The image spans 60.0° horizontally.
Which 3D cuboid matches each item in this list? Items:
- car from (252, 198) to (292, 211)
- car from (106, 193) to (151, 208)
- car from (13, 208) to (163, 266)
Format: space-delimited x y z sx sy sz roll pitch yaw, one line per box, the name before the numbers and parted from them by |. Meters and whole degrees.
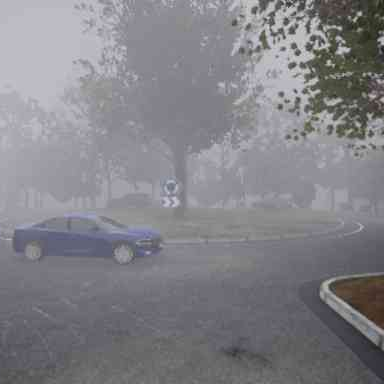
car | 9.284 1.414 39.053 4.902 1.511 2.128 0 0 44
car | -7.932 1.137 41.933 5.566 2.045 2.150 0 -1 -20
car | -3.473 1.455 11.238 5.008 1.535 1.882 0 1 12
